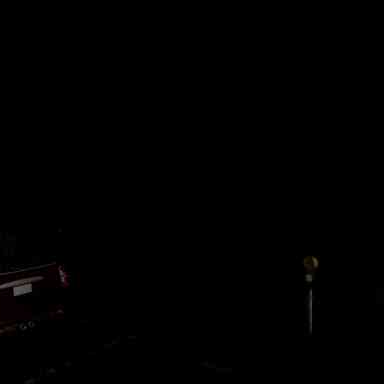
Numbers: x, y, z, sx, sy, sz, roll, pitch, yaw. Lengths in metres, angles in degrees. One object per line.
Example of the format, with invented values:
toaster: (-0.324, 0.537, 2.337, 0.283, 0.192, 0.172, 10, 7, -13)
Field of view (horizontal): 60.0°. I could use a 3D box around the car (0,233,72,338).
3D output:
car: (-4.033, 1.440, 5.949, 4.097, 1.590, 1.967, 0, 0, 35)
